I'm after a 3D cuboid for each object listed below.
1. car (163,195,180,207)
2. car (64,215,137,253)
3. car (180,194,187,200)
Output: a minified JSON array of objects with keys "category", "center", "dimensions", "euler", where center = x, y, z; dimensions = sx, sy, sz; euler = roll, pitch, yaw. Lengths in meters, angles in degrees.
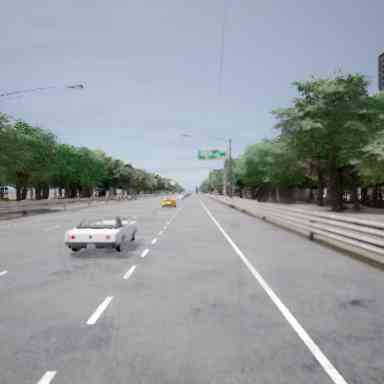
[{"category":"car","center":[-3.346,1.478,50.636],"dimensions":[1.882,1.535,5.008],"euler":[0,0,0]},{"category":"car","center":[-3.487,1.604,13.744],"dimensions":[1.895,1.301,4.718],"euler":[0,0,0]},{"category":"car","center":[-3.092,1.488,89.838],"dimensions":[1.812,1.442,4.674],"euler":[0,0,0]}]
